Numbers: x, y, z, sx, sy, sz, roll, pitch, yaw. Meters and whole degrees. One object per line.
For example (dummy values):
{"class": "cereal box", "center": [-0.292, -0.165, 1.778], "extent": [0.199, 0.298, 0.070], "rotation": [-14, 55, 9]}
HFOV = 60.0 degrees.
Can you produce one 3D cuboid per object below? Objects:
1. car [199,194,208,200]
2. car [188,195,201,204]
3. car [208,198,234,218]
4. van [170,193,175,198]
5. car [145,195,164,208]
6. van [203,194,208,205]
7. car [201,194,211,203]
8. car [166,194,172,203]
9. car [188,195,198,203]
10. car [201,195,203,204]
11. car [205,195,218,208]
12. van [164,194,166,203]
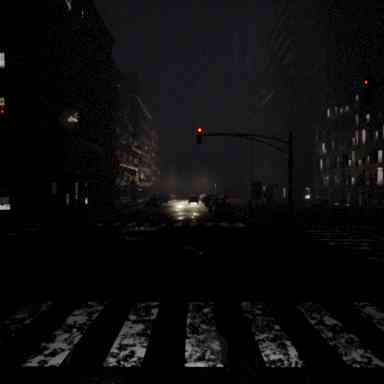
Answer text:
{"class": "car", "center": [2.947, 1.308, 86.396], "extent": [1.967, 1.590, 4.097], "rotation": [-1, 0, 0]}
{"class": "car", "center": [0.287, 1.432, 60.856], "extent": [1.837, 1.490, 4.892], "rotation": [0, 0, 0]}
{"class": "car", "center": [2.737, 1.520, 29.938], "extent": [1.887, 1.381, 4.507], "rotation": [-1, 0, 0]}
{"class": "van", "center": [-5.473, 1.238, 75.099], "extent": [1.690, 1.788, 3.998], "rotation": [-1, 0, 0]}
{"class": "car", "center": [-5.558, 1.517, 46.869], "extent": [1.947, 1.339, 4.313], "rotation": [-1, 0, 0]}
{"class": "van", "center": [2.787, 1.293, 46.875], "extent": [1.690, 1.788, 3.998], "rotation": [-1, 0, 0]}
{"class": "car", "center": [2.864, 1.349, 69.459], "extent": [1.967, 1.590, 4.097], "rotation": [-1, 0, 0]}
{"class": "car", "center": [-5.506, 1.466, 63.806], "extent": [1.887, 1.381, 4.507], "rotation": [-1, 0, 0]}
{"class": "car", "center": [0.243, 1.422, 71.057], "extent": [2.128, 1.511, 4.902], "rotation": [0, 0, 0]}
{"class": "car", "center": [2.807, 1.487, 52.522], "extent": [1.887, 1.381, 4.507], "rotation": [-1, 0, 0]}
{"class": "car", "center": [2.753, 1.408, 35.584], "extent": [1.967, 1.590, 4.097], "rotation": [-1, 0, 0]}
{"class": "van", "center": [-5.544, 1.284, 52.514], "extent": [1.690, 1.788, 3.998], "rotation": [-1, 0, 0]}
